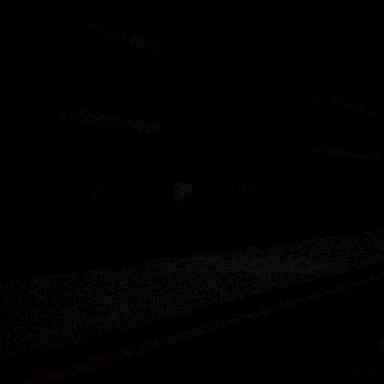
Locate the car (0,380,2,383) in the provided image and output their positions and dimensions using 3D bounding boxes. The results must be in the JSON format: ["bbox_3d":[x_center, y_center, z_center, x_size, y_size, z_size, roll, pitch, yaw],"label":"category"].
[{"bbox_3d":[-3.632,1.221,0.789,5.566,2.045,2.150,0,0,-35],"label":"car"}]
